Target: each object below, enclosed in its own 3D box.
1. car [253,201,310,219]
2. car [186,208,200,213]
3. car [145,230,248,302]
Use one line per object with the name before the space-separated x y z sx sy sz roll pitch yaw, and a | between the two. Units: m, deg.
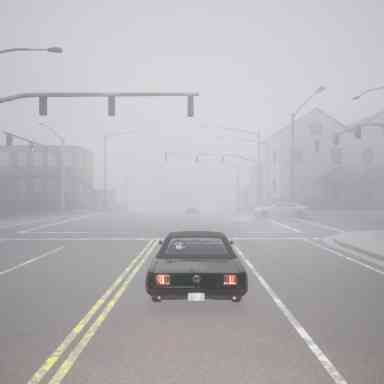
car | 7.495 1.531 28.083 4.674 1.442 1.812 0 0 -1
car | 0.131 3.095 47.580 1.882 1.535 5.008 0 -8 0
car | 0.101 1.601 8.210 1.895 1.301 4.718 0 0 0
